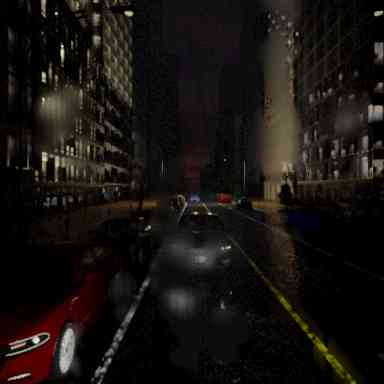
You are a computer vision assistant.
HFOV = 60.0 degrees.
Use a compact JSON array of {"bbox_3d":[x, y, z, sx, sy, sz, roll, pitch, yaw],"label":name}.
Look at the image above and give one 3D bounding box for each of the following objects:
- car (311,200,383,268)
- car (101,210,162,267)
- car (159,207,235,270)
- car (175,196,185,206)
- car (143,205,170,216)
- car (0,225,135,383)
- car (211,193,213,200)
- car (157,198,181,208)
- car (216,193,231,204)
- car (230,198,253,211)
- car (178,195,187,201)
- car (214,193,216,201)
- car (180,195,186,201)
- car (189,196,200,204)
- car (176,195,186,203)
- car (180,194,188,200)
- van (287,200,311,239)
[{"bbox_3d":[6.062,1.297,11.134,2.192,1.841,5.009,-1,0,0],"label":"car"},{"bbox_3d":[-2.317,1.530,11.153,2.008,1.369,4.403,-1,0,0],"label":"car"},{"bbox_3d":[0.281,1.468,10.992,2.128,1.511,4.902,0,1,0],"label":"car"},{"bbox_3d":[-2.254,1.480,39.570,2.008,1.369,4.403,-1,0,0],"label":"car"},{"bbox_3d":[-2.303,1.552,16.836,1.802,1.307,4.206,-1,0,0],"label":"car"},{"bbox_3d":[-2.328,1.534,5.469,1.887,1.381,4.507,-1,0,0],"label":"car"},{"bbox_3d":[6.212,1.298,79.338,1.967,1.590,4.097,-1,0,0],"label":"car"},{"bbox_3d":[-2.279,1.500,28.204,2.008,1.369,4.403,-1,0,0],"label":"car"},{"bbox_3d":[6.174,1.205,62.287,2.192,1.841,5.009,-1,0,0],"label":"car"},{"bbox_3d":[6.127,1.482,39.552,2.008,1.369,4.403,-1,0,0],"label":"car"},{"bbox_3d":[-2.168,1.422,79.356,1.947,1.339,4.313,-1,0,0],"label":"car"},{"bbox_3d":[6.186,1.195,67.971,2.192,1.841,5.009,-1,0,0],"label":"car"},{"bbox_3d":[-2.229,1.491,50.938,1.802,1.307,4.206,-1,0,0],"label":"car"},{"bbox_3d":[0.488,1.371,59.836,1.882,1.535,5.008,0,0,0],"label":"car"},{"bbox_3d":[-2.192,1.403,67.819,1.752,1.417,4.829,-1,0,0],"label":"car"},{"bbox_3d":[-2.143,1.384,90.724,2.008,1.369,4.403,-1,0,0],"label":"car"},{"bbox_3d":[6.075,1.313,16.818,1.690,1.788,3.998,-1,0,0],"label":"van"}]
